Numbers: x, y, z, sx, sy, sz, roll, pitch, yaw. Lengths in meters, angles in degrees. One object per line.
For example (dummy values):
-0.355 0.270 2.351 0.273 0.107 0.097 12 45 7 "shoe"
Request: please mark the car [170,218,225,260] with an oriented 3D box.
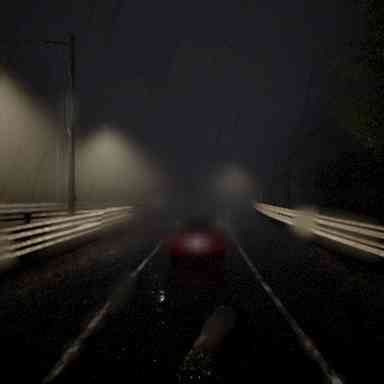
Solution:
0.277 1.701 13.159 1.994 1.385 4.181 0 0 3 "car"
